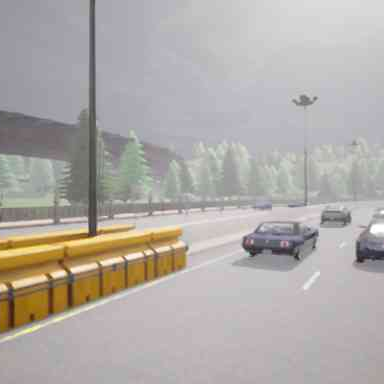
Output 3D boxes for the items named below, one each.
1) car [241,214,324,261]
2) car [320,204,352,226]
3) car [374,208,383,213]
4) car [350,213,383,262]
[{"bbox_3d":[3.668,1.756,13.109,1.895,1.301,4.718,-1,-1,31],"label":"car"},{"bbox_3d":[11.539,1.781,26.573,2.128,1.511,4.902,-1,-1,31],"label":"car"},{"bbox_3d":[13.453,1.778,22.947,2.033,1.411,5.357,-1,-1,31],"label":"car"},{"bbox_3d":[7.123,1.686,12.070,1.994,1.385,4.181,-1,-1,31],"label":"car"}]
